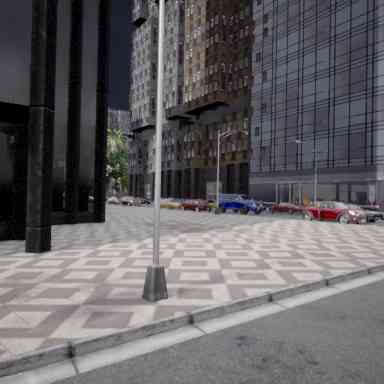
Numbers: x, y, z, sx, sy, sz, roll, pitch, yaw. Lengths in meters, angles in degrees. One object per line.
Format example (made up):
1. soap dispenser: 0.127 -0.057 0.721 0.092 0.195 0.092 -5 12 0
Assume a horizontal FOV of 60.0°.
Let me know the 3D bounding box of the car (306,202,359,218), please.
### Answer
1. car: 13.683 1.727 32.598 1.947 1.339 4.313 2 -1 -35

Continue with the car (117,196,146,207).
1. car: -9.174 1.391 50.011 1.967 1.590 4.097 2 -1 -35

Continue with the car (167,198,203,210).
1. car: -1.015 1.564 43.158 2.033 1.411 5.357 2 -1 -35

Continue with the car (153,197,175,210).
1. car: -2.711 1.471 40.930 1.752 1.417 4.829 2 -1 -35

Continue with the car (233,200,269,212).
1. car: 7.318 1.733 41.537 1.947 1.339 4.313 2 -1 -35

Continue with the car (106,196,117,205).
1. car: -12.360 1.534 54.479 1.802 1.307 4.206 2 -1 -35

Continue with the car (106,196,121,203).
1. car: -18.240 1.702 77.433 1.752 1.417 4.829 2 -1 -35

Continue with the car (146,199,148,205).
1. car: -9.299 1.705 60.112 1.895 1.301 4.718 2 -1 -35

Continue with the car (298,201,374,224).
1. car: 9.906 1.372 23.215 1.967 1.590 4.097 2 -1 -36

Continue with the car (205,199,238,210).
1. car: 4.037 1.696 46.146 1.752 1.417 4.829 2 -1 -35

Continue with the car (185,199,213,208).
1. car: 0.953 1.725 50.476 2.008 1.369 4.403 2 -1 -35

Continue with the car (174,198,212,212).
1. car: 0.373 1.487 36.598 1.887 1.381 4.507 2 -1 -35

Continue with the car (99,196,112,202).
1. car: -21.325 1.758 81.763 1.802 1.307 4.206 2 -1 -35

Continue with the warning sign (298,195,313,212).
1. warning sign: 12.857 1.340 37.752 1.300 1.860 1.060 2 -1 -35

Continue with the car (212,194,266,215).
1. car: 4.947 1.233 34.790 2.150 2.045 5.566 2 -1 -35

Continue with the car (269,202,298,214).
1. car: 10.500 1.746 37.067 1.802 1.307 4.206 2 -1 -35

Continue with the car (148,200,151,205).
1. car: -5.412 1.728 59.416 2.008 1.369 4.403 2 -1 -35

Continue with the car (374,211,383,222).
1. car: 11.633 1.551 25.407 2.033 1.411 5.357 2 -1 -34

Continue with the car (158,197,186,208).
1. car: -3.212 1.595 51.639 2.128 1.511 4.902 2 -1 -35

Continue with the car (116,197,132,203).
1. car: -14.960 1.743 72.824 1.947 1.339 4.313 2 -1 -35

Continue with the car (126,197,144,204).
1. car: -11.778 1.743 68.355 1.947 1.339 4.313 2 -1 -35
